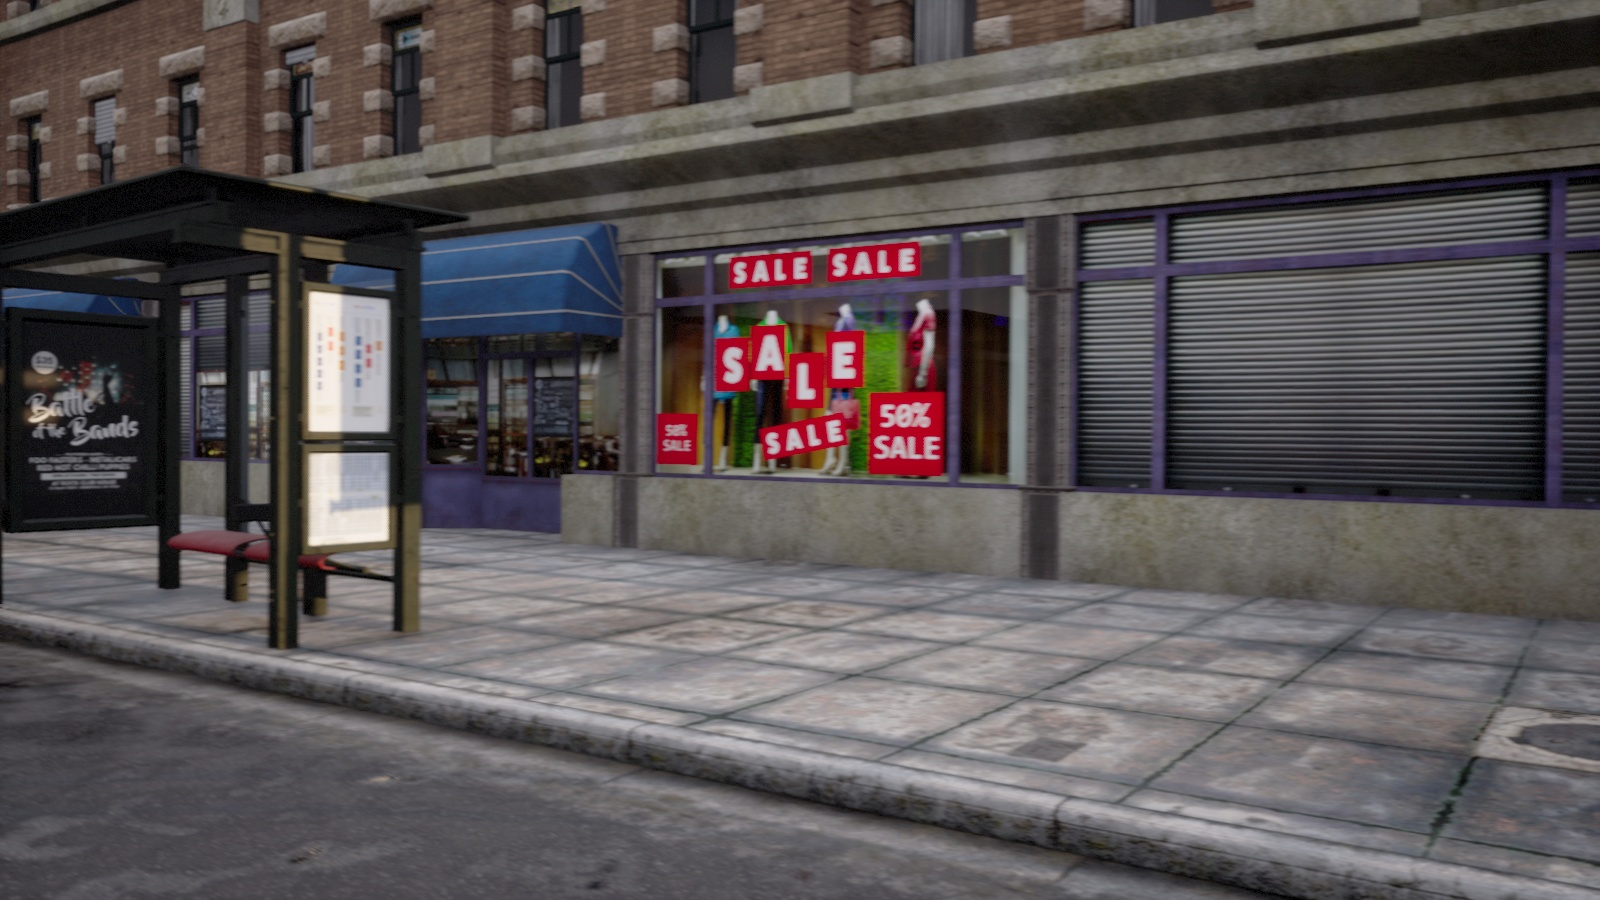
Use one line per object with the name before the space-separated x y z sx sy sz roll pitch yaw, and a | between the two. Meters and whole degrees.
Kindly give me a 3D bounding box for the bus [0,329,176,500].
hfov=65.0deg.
bus | -21.723 -0.886 32.035 3.944 4.253 10.273 0 1 22
